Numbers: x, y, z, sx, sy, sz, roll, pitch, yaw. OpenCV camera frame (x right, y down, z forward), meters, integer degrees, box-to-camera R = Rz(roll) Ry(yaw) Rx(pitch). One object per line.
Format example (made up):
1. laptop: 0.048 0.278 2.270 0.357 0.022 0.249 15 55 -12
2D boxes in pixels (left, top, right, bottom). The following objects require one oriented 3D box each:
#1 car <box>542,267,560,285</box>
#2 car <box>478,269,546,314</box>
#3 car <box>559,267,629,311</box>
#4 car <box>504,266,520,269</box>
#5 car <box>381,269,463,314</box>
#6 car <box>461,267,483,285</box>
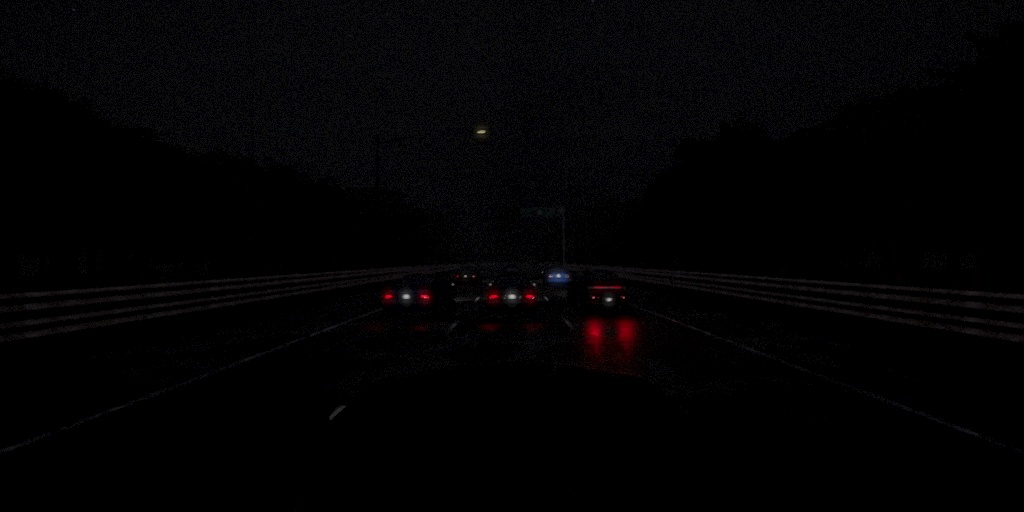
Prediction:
1. car: 3.511 1.592 29.372 2.033 1.411 5.357 0 -1 0
2. car: 0.009 1.429 14.369 2.033 1.411 5.357 0 -1 0
3. car: 3.519 1.384 15.356 2.128 1.511 4.902 0 0 0
4. car: 0.025 1.585 30.750 1.812 1.442 4.674 0 0 0
5. car: -3.491 1.429 14.380 2.033 1.411 5.357 0 -1 0
6. car: -3.489 1.592 29.374 2.033 1.411 5.357 0 -1 0
